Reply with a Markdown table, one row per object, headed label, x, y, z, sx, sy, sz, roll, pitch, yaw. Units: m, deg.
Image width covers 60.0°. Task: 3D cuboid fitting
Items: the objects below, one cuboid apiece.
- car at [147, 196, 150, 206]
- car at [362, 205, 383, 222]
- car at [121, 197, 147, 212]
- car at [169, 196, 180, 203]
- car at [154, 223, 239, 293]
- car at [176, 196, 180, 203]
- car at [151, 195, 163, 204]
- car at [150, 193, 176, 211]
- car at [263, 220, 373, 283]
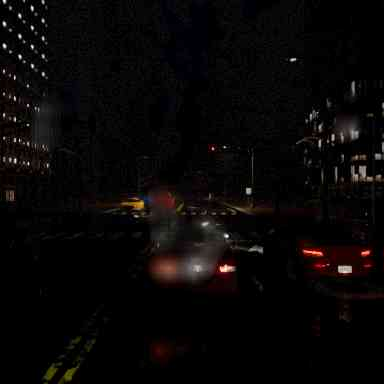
| label | x | y | z | sx | sy | sz | roll | pitch | yaw |
| --- | --- | --- | --- | --- | --- | --- | --- | --- | --- |
| car | -6.672 | 1.424 | 51.430 | 1.882 | 1.535 | 5.008 | 0 | 0 | 0 |
| car | 16.075 | 1.617 | 26.858 | 4.181 | 1.385 | 1.994 | 0 | 0 | 1 |
| car | -6.782 | 1.448 | 38.163 | 1.882 | 1.535 | 5.008 | 0 | 0 | 2 |
| car | -3.435 | 1.461 | 66.414 | 2.033 | 1.411 | 5.357 | 0 | 0 | 0 |
| car | 0.085 | 1.544 | 8.974 | 2.033 | 1.411 | 5.357 | 0 | 0 | 0 |
| car | -3.422 | 1.436 | 51.804 | 2.128 | 1.511 | 4.902 | 0 | 0 | 0 |
| car | -6.692 | 1.396 | 64.605 | 1.882 | 1.535 | 5.008 | 0 | 0 | 0 |
| car | -3.370 | 1.190 | 39.660 | 2.150 | 2.045 | 5.566 | 0 | 0 | -1 |
| car | 3.334 | 1.522 | 9.559 | 1.812 | 1.442 | 4.674 | 0 | 0 | 0 |
